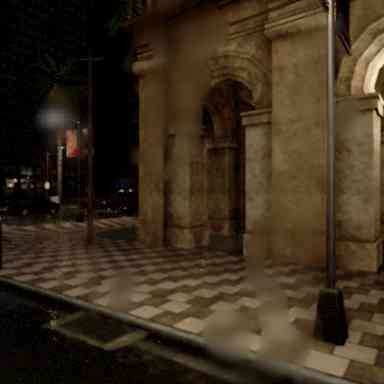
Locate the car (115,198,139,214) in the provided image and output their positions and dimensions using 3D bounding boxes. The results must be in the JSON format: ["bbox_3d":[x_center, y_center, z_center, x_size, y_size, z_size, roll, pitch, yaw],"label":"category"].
[{"bbox_3d":[-5.501,1.592,34.748,1.994,1.385,4.181,0,0,36],"label":"car"}]

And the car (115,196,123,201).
[{"bbox_3d":[-7.335,1.524,44.375,2.128,1.511,4.902,0,0,36],"label":"car"}]

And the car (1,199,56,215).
[{"bbox_3d":[-17.610,1.528,36.083,2.128,1.511,4.902,0,0,35],"label":"car"}]

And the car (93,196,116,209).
[{"bbox_3d":[-10.991,1.389,45.285,2.097,1.767,4.553,0,0,36],"label":"car"}]

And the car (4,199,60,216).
[{"bbox_3d":[-15.532,1.537,32.964,1.837,1.490,4.892,0,0,36],"label":"car"}]

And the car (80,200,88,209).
[{"bbox_3d":[-13.738,1.553,46.762,2.161,1.482,4.786,0,0,35],"label":"car"}]
